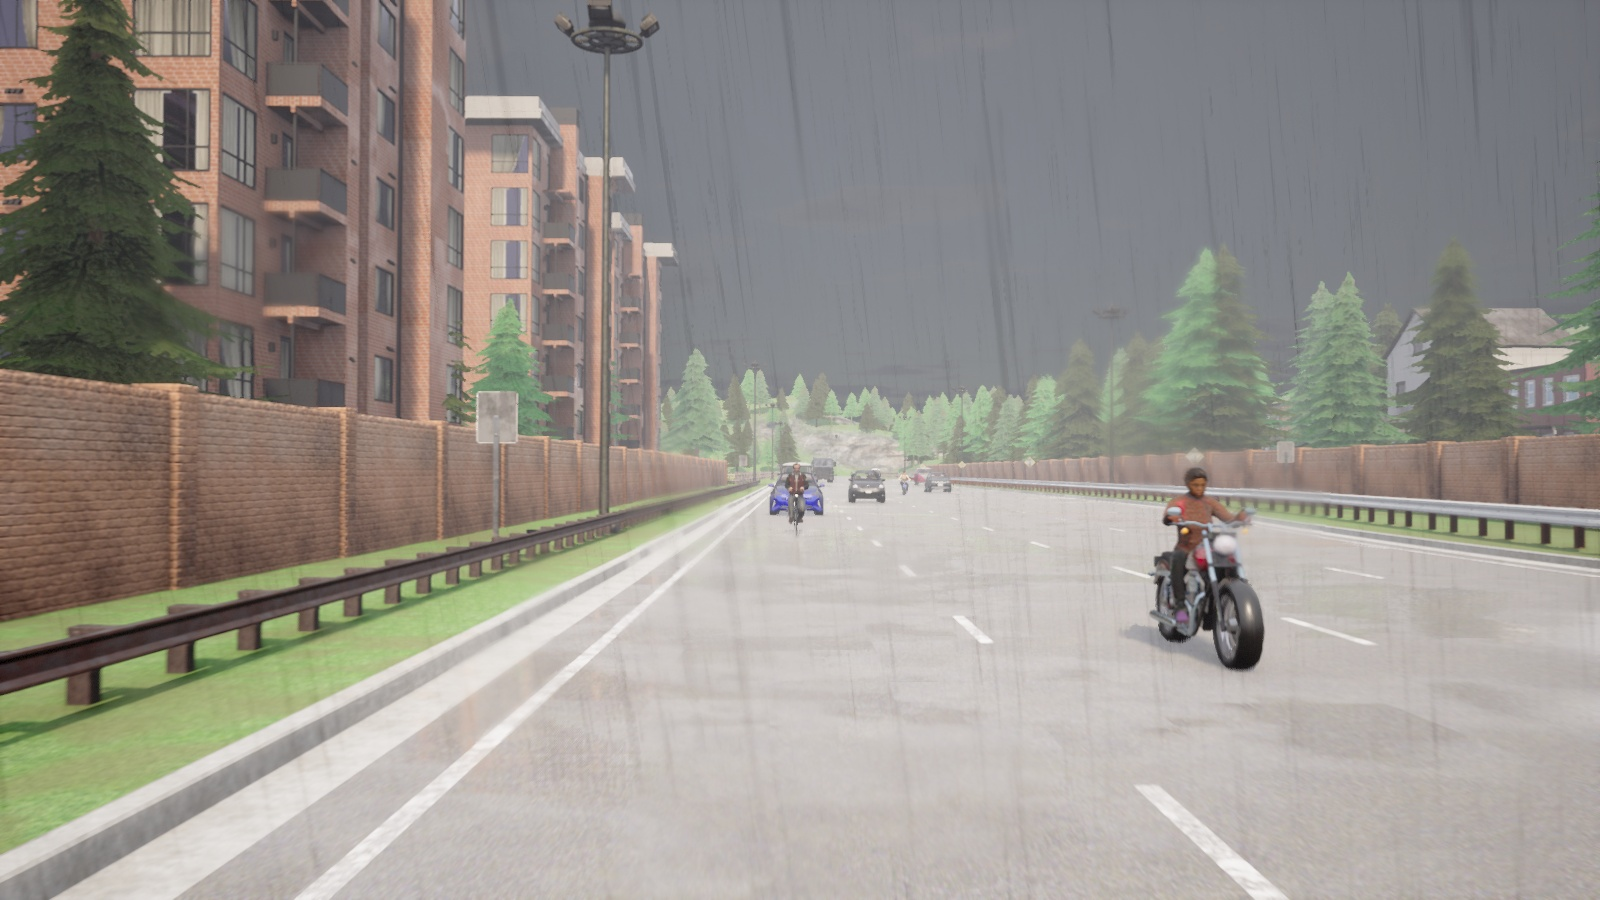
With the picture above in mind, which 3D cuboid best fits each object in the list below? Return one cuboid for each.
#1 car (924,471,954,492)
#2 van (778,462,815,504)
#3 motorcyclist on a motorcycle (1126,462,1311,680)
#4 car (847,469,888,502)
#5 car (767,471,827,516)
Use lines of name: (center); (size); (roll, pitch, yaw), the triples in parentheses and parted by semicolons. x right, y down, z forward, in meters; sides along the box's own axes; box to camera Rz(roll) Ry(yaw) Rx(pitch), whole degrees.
car: (10.274, 2.310, 93.091); (1.789, 1.549, 3.705); (0, -1, 0)
van: (-0.153, 1.615, 62.511); (1.775, 1.987, 4.442); (0, -1, 0)
motorcyclist on a motorcycle: (3.474, 0.930, 10.678); (0.766, 1.649, 2.350); (0, -1, 0)
car: (3.347, 1.750, 62.763); (1.851, 1.617, 3.988); (0, -1, 0)
car: (-0.109, 1.515, 45.006); (2.007, 1.525, 4.514); (0, -1, 0)
